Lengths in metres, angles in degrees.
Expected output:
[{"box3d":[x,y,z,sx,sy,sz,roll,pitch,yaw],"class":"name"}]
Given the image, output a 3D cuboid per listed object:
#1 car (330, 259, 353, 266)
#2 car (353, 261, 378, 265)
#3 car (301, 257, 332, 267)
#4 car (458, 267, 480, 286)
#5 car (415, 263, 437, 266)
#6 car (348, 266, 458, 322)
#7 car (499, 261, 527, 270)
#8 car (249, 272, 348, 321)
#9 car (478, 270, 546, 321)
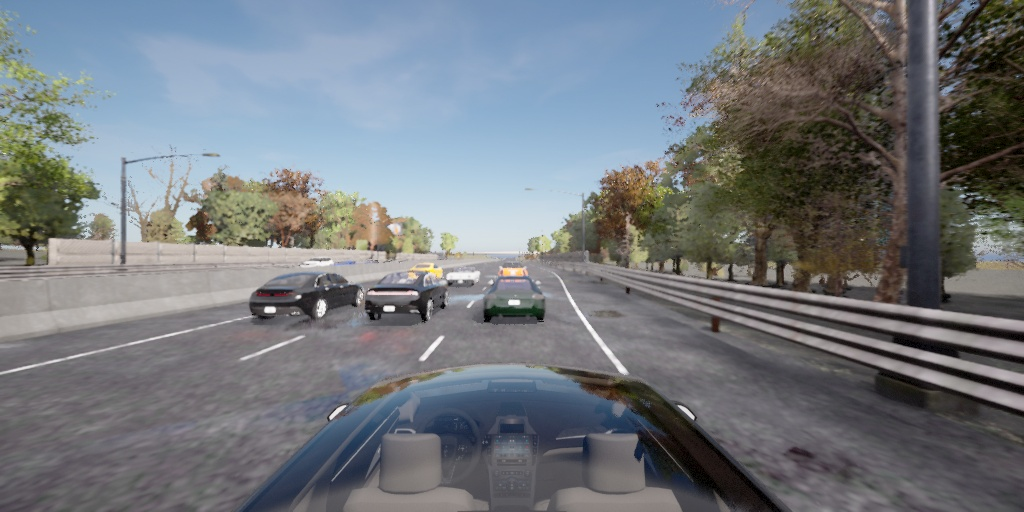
[{"box3d":[-24.528,1.414,53.345,1.882,1.535,5.008,0,0,1],"class":"car"},{"box3d":[-21.026,1.483,53.219,2.033,1.411,5.357,0,0,1],"class":"car"},{"box3d":[-28.028,1.151,51.955,2.150,2.045,5.566,0,0,0],"class":"car"},{"box3d":[-3.428,1.430,26.189,1.895,1.301,4.718,0,0,0],"class":"car"},{"box3d":[-6.912,1.317,29.215,1.882,1.535,5.008,0,0,0],"class":"car"},{"box3d":[-3.425,1.274,12.476,2.128,1.511,4.902,0,0,0],"class":"car"},{"box3d":[0.080,1.184,27.315,2.097,1.767,4.553,0,0,0],"class":"car"},{"box3d":[-6.923,1.290,12.710,1.837,1.490,4.892,0,0,0],"class":"car"},{"box3d":[0.076,1.347,12.563,1.994,1.385,4.181,0,0,0],"class":"car"}]
